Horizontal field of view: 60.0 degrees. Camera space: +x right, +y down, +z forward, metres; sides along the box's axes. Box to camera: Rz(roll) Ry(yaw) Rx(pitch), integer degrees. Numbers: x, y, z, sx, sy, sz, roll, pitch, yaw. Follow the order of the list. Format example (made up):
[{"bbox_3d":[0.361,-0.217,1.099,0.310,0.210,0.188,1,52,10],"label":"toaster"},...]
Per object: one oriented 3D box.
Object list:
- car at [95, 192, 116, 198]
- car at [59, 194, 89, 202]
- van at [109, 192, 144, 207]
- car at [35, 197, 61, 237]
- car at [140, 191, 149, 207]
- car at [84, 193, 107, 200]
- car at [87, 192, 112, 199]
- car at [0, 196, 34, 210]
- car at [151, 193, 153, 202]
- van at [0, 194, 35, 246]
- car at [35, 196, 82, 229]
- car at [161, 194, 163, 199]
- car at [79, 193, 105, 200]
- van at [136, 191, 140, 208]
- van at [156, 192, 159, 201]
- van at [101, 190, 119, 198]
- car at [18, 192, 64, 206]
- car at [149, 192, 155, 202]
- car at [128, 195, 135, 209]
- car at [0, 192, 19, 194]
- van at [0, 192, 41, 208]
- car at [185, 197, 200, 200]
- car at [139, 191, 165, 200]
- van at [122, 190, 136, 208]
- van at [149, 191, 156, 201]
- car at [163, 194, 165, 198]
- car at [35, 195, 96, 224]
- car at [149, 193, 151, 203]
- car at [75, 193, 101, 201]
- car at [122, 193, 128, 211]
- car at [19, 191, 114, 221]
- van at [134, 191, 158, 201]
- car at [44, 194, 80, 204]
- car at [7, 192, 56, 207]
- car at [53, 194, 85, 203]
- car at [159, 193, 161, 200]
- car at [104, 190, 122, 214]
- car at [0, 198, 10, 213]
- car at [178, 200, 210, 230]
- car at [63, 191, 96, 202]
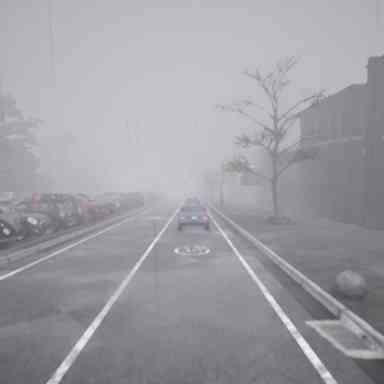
[{"bbox_3d":[-22.038,0.870,84.625,4.792,1.488,2.163,0,1,0],"label":"car"},{"bbox_3d":[-22.034,1.117,62.422,4.892,1.521,2.231,0,1,0],"label":"car"},{"bbox_3d":[-9.057,1.034,46.365,4.442,1.987,1.878,0,0,0],"label":"van"},{"bbox_3d":[-8.934,1.275,15.531,4.553,1.767,2.185,0,0,0],"label":"car"},{"bbox_3d":[-8.909,1.022,43.564,5.566,2.045,2.435,0,0,0],"label":"car"},{"bbox_3d":[-22.086,0.974,76.298,4.792,1.488,2.163,0,1,0],"label":"car"},{"bbox_3d":[-21.875,0.907,79.073,5.366,1.575,1.946,0,1,0],"label":"car"},{"bbox_3d":[-22.199,1.287,40.209,5.366,1.575,1.946,0,0,0],"label":"car"},{"bbox_3d":[-8.945,1.261,51.977,4.674,1.452,2.002,0,0,0],"label":"car"},{"bbox_3d":[-8.783,1.188,12.728,4.442,1.987,1.878,0,0,0],"label":"van"},{"bbox_3d":[-8.875,1.262,18.334,4.553,1.767,2.185,0,0,0],"label":"car"},{"bbox_3d":[-8.971,1.075,68.803,4.674,1.452,2.002,0,1,0],"label":"car"},{"bbox_3d":[-22.060,0.980,73.523,4.892,1.521,2.231,0,1,0],"label":"car"},{"bbox_3d":[-9.051,1.060,40.760,4.442,1.987,1.878,0,0,0],"label":"van"},{"bbox_3d":[-8.841,0.913,60.387,4.442,1.987,1.878,0,1,0],"label":"van"},{"bbox_3d":[-22.191,0.546,90.171,4.442,1.987,1.878,0,1,0],"label":"van"},{"bbox_3d":[-21.995,0.996,48.536,5.566,2.045,2.435,0,0,0],"label":"car"},{"bbox_3d":[-8.980,1.228,54.785,4.792,1.488,2.163,0,1,0],"label":"car"},{"bbox_3d":[-8.921,1.313,35.154,4.892,1.521,2.231,0,0,0],"label":"car"},{"bbox_3d":[-22.038,1.052,37.432,5.566,2.045,2.435,0,0,0],"label":"car"},{"bbox_3d":[-22.133,1.052,42.983,4.442,1.987,1.878,0,0,0],"label":"van"},{"bbox_3d":[0.106,1.347,41.827,1.994,1.385,4.181,0,0,0],"label":"car"},{"bbox_3d":[-8.947,0.714,74.405,5.566,2.045,2.435,0,1,0],"label":"car"},{"bbox_3d":[-9.047,1.073,37.957,4.442,1.987,1.878,0,0,0],"label":"van"},{"bbox_3d":[-9.071,0.942,57.585,4.442,1.987,1.878,0,1,0],"label":"van"},{"bbox_3d":[-8.786,0.997,71.605,5.366,1.575,1.946,0,1,0],"label":"car"},{"bbox_3d":[-8.879,1.250,21.138,4.553,1.767,2.185,0,0,0],"label":"car"},{"bbox_3d":[-8.950,1.242,49.174,4.892,1.521,2.231,0,0,0],"label":"car"},{"bbox_3d":[-22.056,1.013,70.747,5.008,1.535,2.097,0,1,0],"label":"car"},{"bbox_3d":[-8.955,1.199,32.351,4.553,1.767,2.185,0,0,0],"label":"car"},{"bbox_3d":[-8.885,1.111,23.940,5.566,2.045,2.435,0,0,0],"label":"car"},{"bbox_3d":[-9.082,0.844,65.996,4.442,1.987,1.878,0,1,0],"label":"van"},{"bbox_3d":[-22.218,1.175,56.867,5.366,1.575,1.946,0,1,0],"label":"car"},{"bbox_3d":[-22.048,1.014,45.759,5.566,2.045,2.435,0,0,0],"label":"car"},{"bbox_3d":[-22.031,1.148,59.644,5.008,1.535,2.097,0,1,0],"label":"car"},{"bbox_3d":[-8.956,1.105,63.196,5.008,1.535,2.097,0,1,0],"label":"car"},{"bbox_3d":[-8.888,1.098,26.744,5.566,2.045,2.435,0,0,0],"label":"car"},{"bbox_3d":[-21.977,1.345,34.658,4.792,1.488,2.163,0,0,0],"label":"car"},{"bbox_3d":[0.103,1.449,20.447,2.033,1.411,5.357,0,0,0],"label":"car"},{"bbox_3d":[-22.015,0.830,65.193,5.566,2.045,2.435,0,1,0],"label":"car"}]
